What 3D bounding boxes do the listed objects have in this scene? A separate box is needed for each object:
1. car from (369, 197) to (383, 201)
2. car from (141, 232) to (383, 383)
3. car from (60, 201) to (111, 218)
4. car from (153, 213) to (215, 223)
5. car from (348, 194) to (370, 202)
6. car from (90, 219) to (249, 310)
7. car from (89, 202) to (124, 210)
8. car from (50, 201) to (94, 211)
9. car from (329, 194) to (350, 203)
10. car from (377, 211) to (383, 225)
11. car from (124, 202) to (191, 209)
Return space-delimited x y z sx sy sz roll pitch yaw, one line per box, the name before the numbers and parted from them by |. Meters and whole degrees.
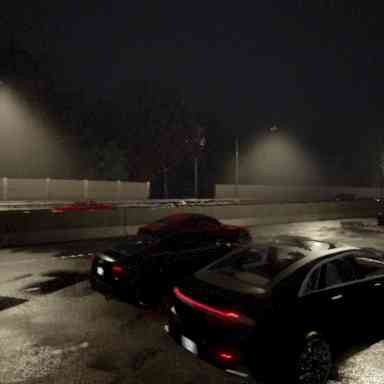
car | 30.043 1.612 51.177 5.357 1.411 2.033 0 0 -35
car | 1.943 1.494 5.134 4.902 1.511 2.128 0 0 -36
car | -9.963 1.575 31.284 4.181 1.385 1.994 0 0 -36
car | 0.154 1.531 12.460 4.674 1.442 1.812 0 0 -36
car | 27.902 1.568 53.956 4.892 1.490 1.837 0 0 -35
car | -0.214 1.567 7.891 4.181 1.385 1.994 0 0 -36
car | -5.256 1.611 26.047 4.718 1.301 1.895 0 0 -36
car | -9.123 1.487 27.584 5.008 1.535 1.882 0 0 -36
car | 25.715 1.285 56.684 5.566 2.045 2.150 0 0 -35
car | 14.460 1.578 22.679 4.181 1.385 1.994 0 0 -36
car | -1.991 1.501 24.077 4.902 1.511 2.128 0 0 -36
